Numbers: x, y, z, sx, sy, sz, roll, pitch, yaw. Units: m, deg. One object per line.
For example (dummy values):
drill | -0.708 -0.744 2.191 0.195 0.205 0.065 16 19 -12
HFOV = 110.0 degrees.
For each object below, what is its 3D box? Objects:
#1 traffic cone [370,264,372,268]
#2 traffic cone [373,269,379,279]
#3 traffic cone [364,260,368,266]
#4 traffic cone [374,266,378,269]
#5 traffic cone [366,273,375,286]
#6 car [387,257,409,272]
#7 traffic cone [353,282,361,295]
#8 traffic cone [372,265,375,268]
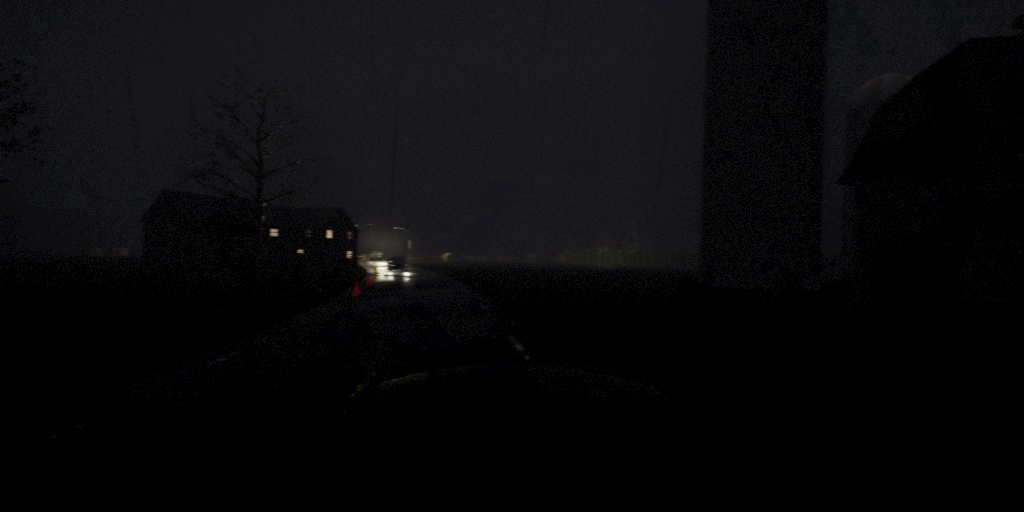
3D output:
traffic cone | -15.138 1.214 39.529 0.340 0.580 0.340 0 0 -24
traffic cone | -9.836 1.383 25.771 0.340 0.580 0.340 0 0 -18
traffic cone | -19.439 1.088 48.431 0.340 0.580 0.340 0 0 -27
traffic cone | -11.449 1.330 30.415 0.340 0.580 0.340 0 0 -20
traffic cone | -8.379 1.434 21.075 0.340 0.580 0.340 0 0 -16
car | -12.122 0.806 37.908 1.882 1.535 5.008 1 0 -23
traffic cone | -7.081 1.482 16.333 0.340 0.580 0.340 0 0 -14
traffic cone | -13.217 1.273 35.003 0.340 0.580 0.340 0 0 -22
